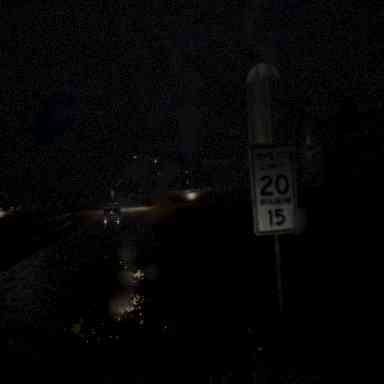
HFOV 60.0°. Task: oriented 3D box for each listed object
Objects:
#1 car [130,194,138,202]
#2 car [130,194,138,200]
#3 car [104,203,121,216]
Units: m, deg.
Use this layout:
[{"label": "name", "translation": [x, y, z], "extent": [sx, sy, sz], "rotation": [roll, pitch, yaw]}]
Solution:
[{"label": "car", "translation": [-13.968, 1.425, 80.002], "extent": [1.882, 1.535, 5.008], "rotation": [-4, 1, -10]}, {"label": "car", "translation": [-15.821, 1.291, 90.296], "extent": [1.994, 1.385, 4.181], "rotation": [-4, 1, -10]}, {"label": "car", "translation": [-9.590, 2.031, 40.154], "extent": [1.895, 1.301, 4.718], "rotation": [-4, 1, -10]}]
